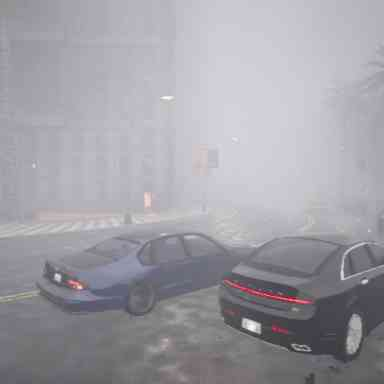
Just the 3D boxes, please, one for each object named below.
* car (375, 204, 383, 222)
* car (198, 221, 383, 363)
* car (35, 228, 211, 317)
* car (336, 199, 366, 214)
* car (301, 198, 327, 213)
[{"bbox_3d":[12.058,1.345,19.596,2.097,1.767,4.553,0,0,27],"label":"car"},{"bbox_3d":[2.544,1.502,6.002,4.892,1.490,1.837,0,0,-43],"label":"car"},{"bbox_3d":[-0.523,1.541,7.520,5.357,1.411,2.033,0,0,-43],"label":"car"},{"bbox_3d":[16.790,1.475,35.320,2.128,1.511,4.902,0,0,8],"label":"car"},{"bbox_3d":[13.479,1.457,36.911,1.882,1.535,5.008,0,0,7],"label":"car"}]
